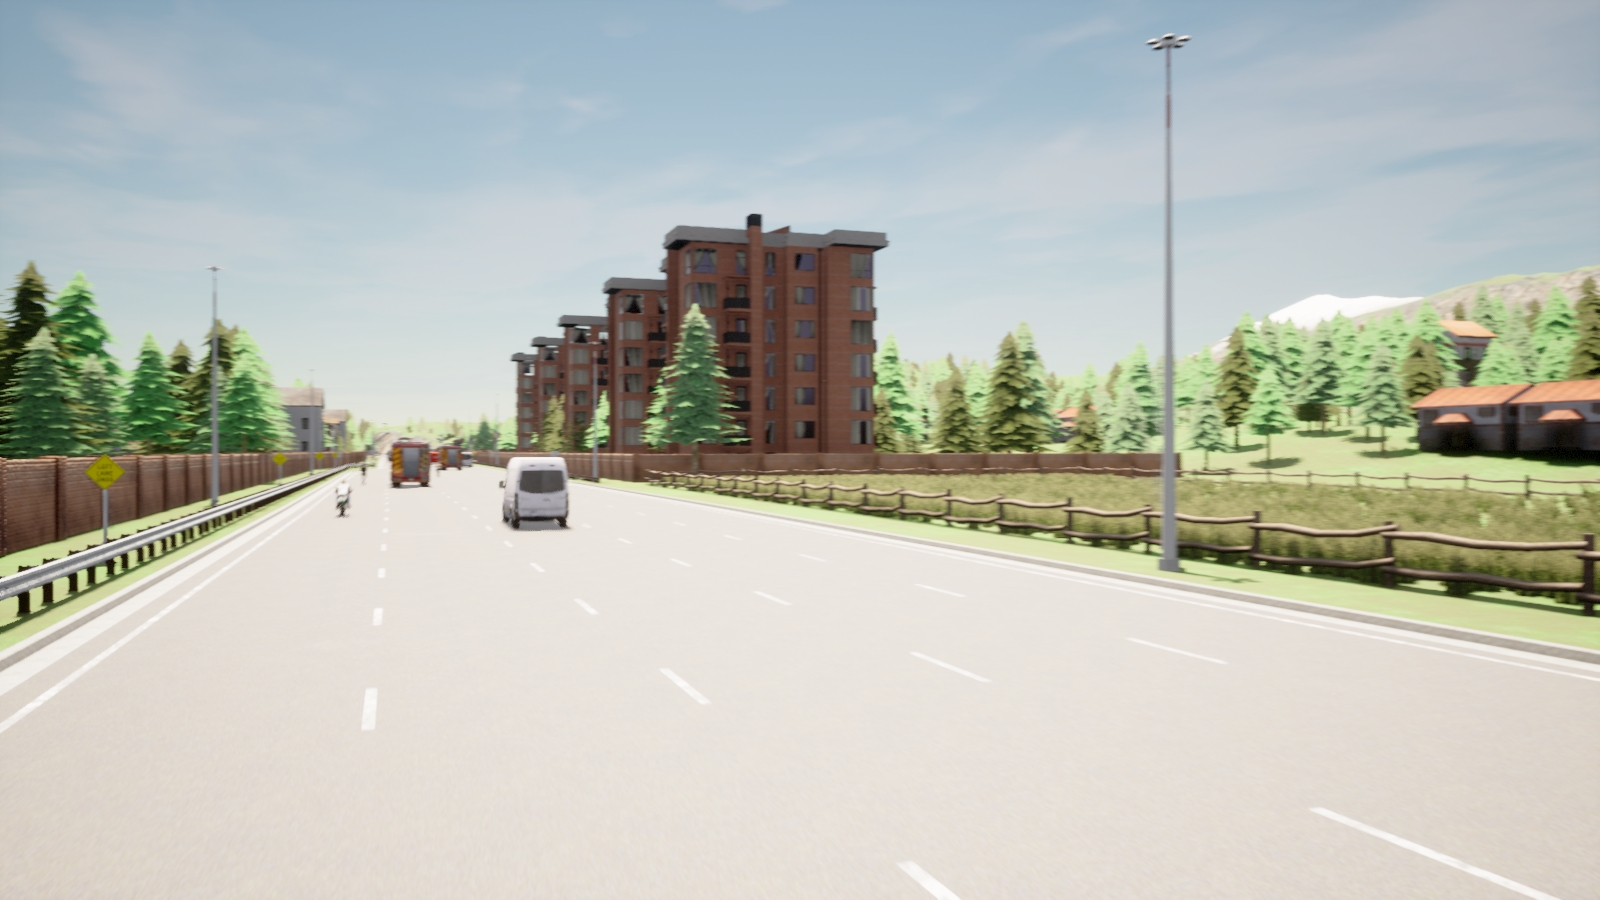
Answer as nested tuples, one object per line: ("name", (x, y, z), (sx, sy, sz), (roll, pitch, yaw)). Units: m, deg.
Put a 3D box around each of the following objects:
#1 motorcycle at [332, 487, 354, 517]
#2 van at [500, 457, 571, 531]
("motorcycle", (-19.585, 2.216, 49.010), (0.803, 1.199, 2.033), (0, 0, -20))
("van", (-10.048, 1.550, 43.069), (1.988, 2.561, 5.915), (0, 0, -19))
